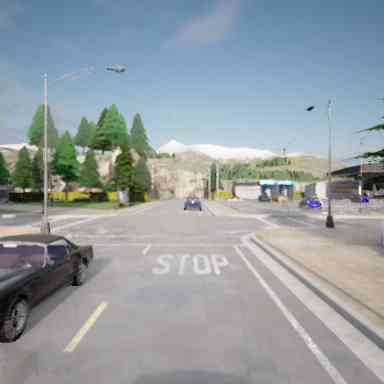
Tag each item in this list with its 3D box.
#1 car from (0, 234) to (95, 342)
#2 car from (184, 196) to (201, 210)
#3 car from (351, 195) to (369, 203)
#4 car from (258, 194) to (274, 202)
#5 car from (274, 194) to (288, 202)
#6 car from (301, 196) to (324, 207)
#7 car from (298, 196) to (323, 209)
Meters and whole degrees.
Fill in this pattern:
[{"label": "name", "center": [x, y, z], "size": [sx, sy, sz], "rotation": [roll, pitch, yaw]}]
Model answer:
[{"label": "car", "center": [-3.520, 1.589, 6.572], "size": [1.895, 1.301, 4.718], "rotation": [0, 0, 0]}, {"label": "car", "center": [0.105, 1.276, 42.468], "size": [2.097, 1.767, 4.553], "rotation": [0, 0, 0]}, {"label": "car", "center": [29.116, 1.217, 57.925], "size": [1.845, 1.501, 3.633], "rotation": [0, 0, 0]}, {"label": "car", "center": [14.210, 1.223, 65.695], "size": [2.007, 1.523, 4.514], "rotation": [0, 0, 0]}, {"label": "car", "center": [17.347, 1.214, 65.716], "size": [2.152, 1.636, 5.027], "rotation": [0, 0, 0]}, {"label": "car", "center": [17.014, 1.301, 47.053], "size": [1.970, 1.475, 3.806], "rotation": [0, 0, 0]}, {"label": "car", "center": [13.960, 1.303, 39.662], "size": [1.845, 1.501, 3.633], "rotation": [0, 0, 0]}]
